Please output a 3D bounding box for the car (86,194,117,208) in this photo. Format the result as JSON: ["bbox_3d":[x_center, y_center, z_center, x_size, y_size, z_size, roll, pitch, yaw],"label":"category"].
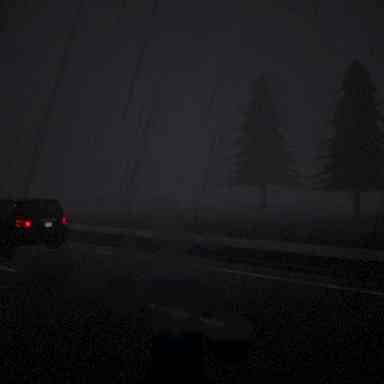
[{"bbox_3d":[-14.068,1.418,52.765,2.150,2.045,5.566,0,0,36],"label":"car"}]

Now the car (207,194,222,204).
[{"bbox_3d":[5.327,1.371,67.308,2.150,2.045,5.566,0,0,36],"label":"car"}]

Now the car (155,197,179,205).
[{"bbox_3d":[-4.832,1.696,65.323,1.837,1.490,4.892,0,0,37],"label":"car"}]

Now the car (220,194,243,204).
[{"bbox_3d":[8.209,1.692,65.315,2.033,1.411,5.357,0,0,36],"label":"car"}]

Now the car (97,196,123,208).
[{"bbox_3d":[-11.261,1.728,50.682,2.033,1.411,5.357,0,0,36],"label":"car"}]

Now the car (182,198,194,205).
[{"bbox_3d":[-1.719,1.779,63.651,1.895,1.301,4.718,0,0,37],"label":"car"}]

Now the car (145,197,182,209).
[{"bbox_3d":[-4.106,1.499,48.610,2.097,1.767,4.553,0,0,36],"label":"car"}]

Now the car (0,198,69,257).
[{"bbox_3d":[-7.301,1.283,13.445,5.566,2.045,2.150,-1,0,36],"label":"car"}]

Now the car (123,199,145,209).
[{"bbox_3d":[-7.543,1.764,49.835,1.895,1.301,4.718,0,0,36],"label":"car"}]
